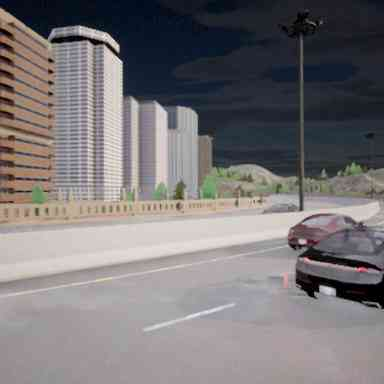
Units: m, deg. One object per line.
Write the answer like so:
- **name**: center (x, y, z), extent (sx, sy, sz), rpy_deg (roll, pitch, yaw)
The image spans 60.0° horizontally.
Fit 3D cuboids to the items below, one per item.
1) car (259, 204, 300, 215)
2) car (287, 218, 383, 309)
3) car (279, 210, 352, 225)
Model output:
- **car**: center (6.516, 1.620, 23.972), extent (1.837, 1.490, 4.892), rpy_deg (0, 0, 42)
- **car**: center (4.227, 1.509, 7.344), extent (4.902, 1.511, 2.128), rpy_deg (0, 0, -40)
- **car**: center (5.567, 1.562, 13.173), extent (4.674, 1.442, 1.812), rpy_deg (0, 0, -42)
